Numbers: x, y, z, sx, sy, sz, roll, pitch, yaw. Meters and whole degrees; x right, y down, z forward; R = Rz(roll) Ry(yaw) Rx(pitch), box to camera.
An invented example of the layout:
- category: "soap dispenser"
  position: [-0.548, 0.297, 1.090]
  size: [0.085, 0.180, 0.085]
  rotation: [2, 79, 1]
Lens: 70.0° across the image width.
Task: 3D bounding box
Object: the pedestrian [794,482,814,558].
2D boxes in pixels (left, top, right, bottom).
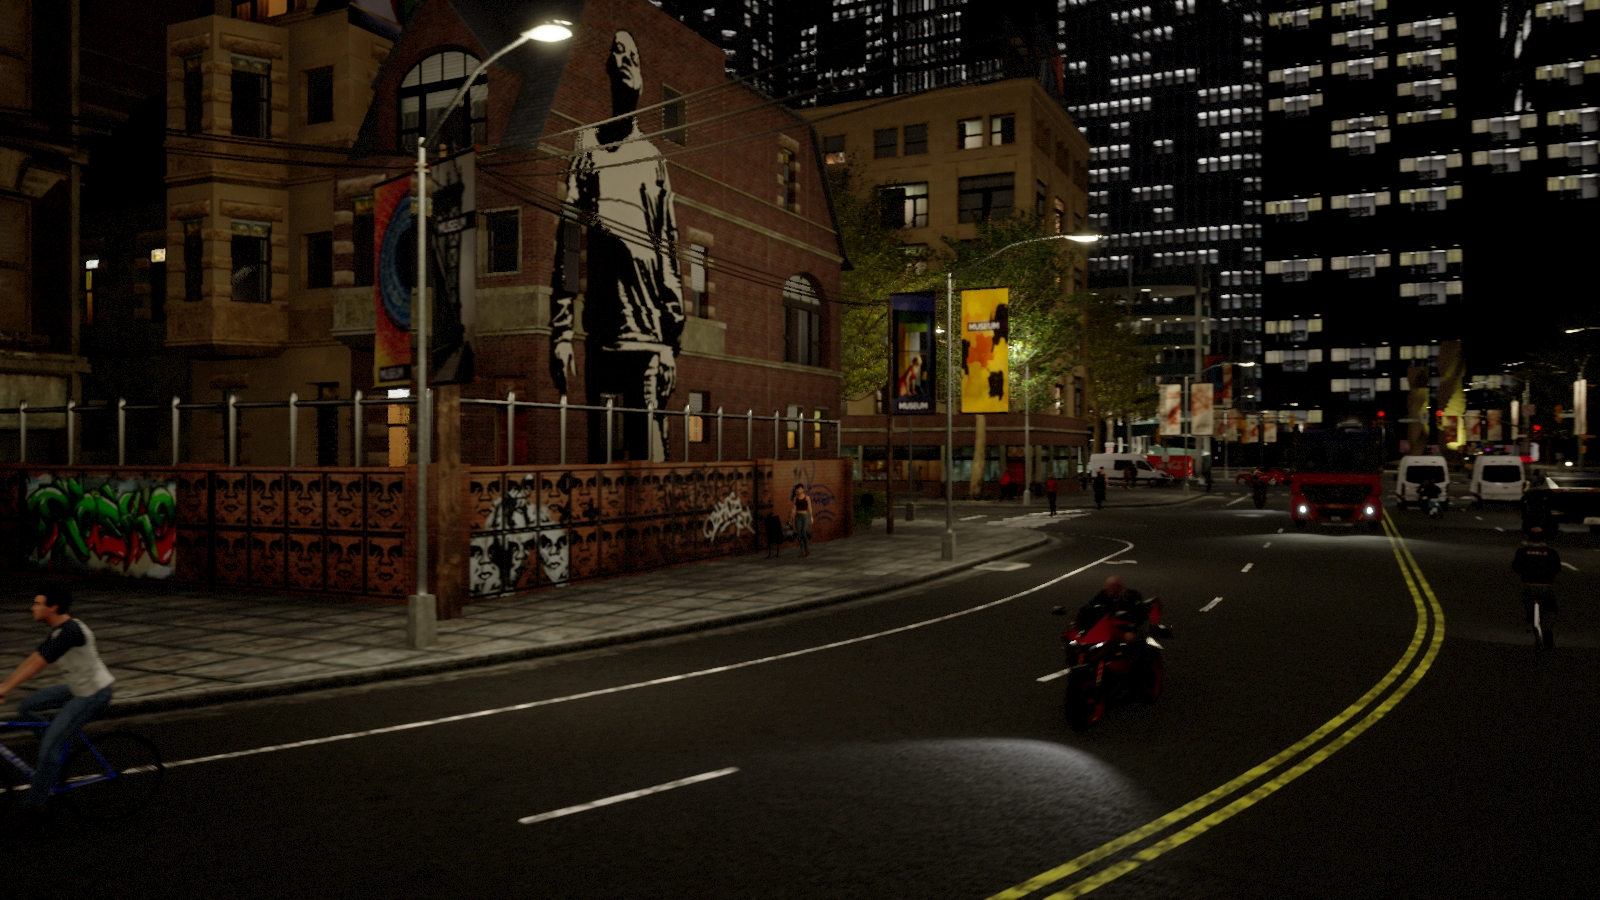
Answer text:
- category: "pedestrian"
  position: [0.092, 1.718, 28.170]
  size: [0.375, 1.860, 0.375]
  rotation: [0, 0, 25]

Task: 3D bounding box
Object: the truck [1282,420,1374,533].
- category: "truck"
  position: [20.031, 0.912, 43.187]
  size: [2.891, 3.827, 8.468]
  rotation: [0, 0, 26]

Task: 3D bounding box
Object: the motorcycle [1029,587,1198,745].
- category: "motorcycle"
  position: [3.359, 2.212, 12.092]
  size: [0.867, 1.251, 2.209]
  rotation: [-1, -1, 40]

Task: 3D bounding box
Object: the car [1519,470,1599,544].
- category: "car"
  position: [25.102, 1.768, 37.035]
  size: [2.390, 2.098, 6.274]
  rotation: [0, 0, 26]

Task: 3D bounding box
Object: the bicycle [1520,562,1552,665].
- category: "bicycle"
  position: [10.173, 2.217, 15.773]
  size: [0.329, 1.171, 1.835]
  rotation: [0, 0, 34]
